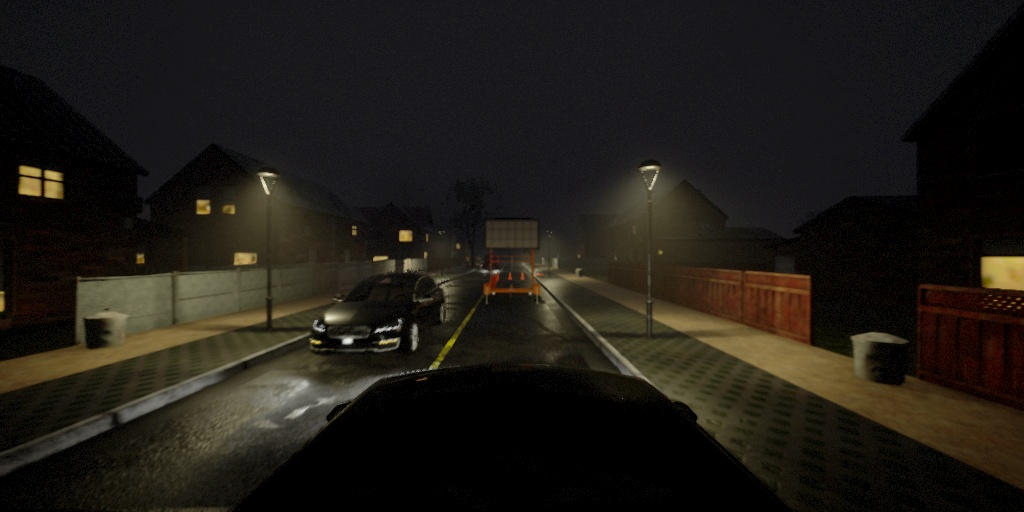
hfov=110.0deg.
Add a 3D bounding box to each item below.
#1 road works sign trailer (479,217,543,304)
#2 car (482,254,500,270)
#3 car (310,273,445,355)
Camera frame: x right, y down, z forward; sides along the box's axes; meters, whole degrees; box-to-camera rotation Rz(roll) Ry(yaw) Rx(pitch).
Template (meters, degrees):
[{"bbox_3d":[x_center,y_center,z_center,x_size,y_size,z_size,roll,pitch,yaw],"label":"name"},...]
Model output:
[{"bbox_3d":[0.001,0.118,15.631,2.380,3.560,2.880,0,0,0],"label":"road works sign trailer"},{"bbox_3d":[-2.833,0.770,48.410,2.150,2.045,5.566,0,0,0],"label":"car"},{"bbox_3d":[-2.849,1.205,8.642,1.837,1.490,4.892,0,0,0],"label":"car"}]
